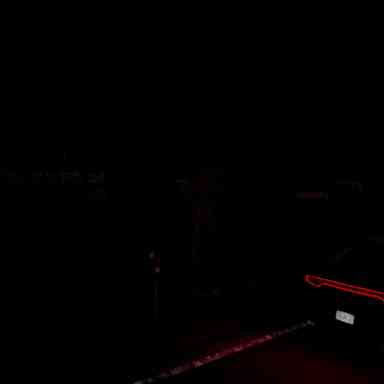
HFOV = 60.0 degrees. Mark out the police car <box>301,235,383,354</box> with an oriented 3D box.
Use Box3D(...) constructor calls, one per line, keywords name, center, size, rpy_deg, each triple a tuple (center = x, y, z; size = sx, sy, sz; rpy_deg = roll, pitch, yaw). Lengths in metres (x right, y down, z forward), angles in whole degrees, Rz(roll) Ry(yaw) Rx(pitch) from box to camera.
Box3D(name="police car", center=(4.104, 1.420, 5.806), size=(5.238, 1.638, 1.930), rpy_deg=(0, 0, -35))
